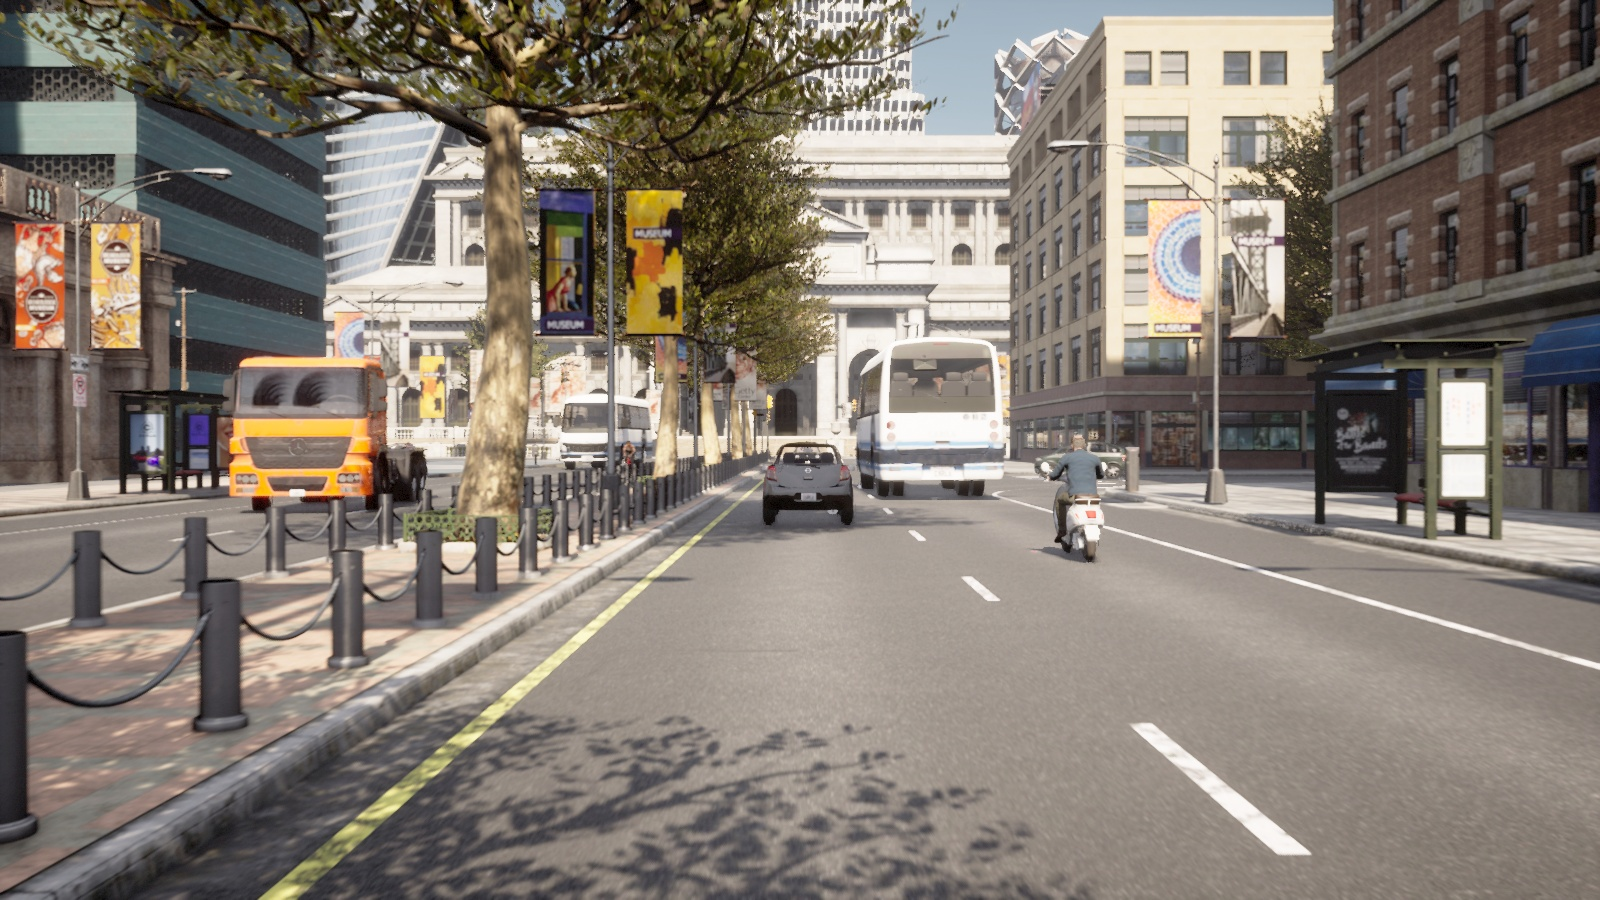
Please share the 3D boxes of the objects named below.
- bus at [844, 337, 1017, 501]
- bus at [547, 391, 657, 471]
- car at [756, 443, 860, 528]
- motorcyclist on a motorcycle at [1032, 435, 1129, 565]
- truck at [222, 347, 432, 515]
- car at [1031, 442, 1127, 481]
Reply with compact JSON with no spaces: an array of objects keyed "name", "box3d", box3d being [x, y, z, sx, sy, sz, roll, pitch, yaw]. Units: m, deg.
[{"name":"bus","box3d":[3.588,-0.840,37.858,3.944,4.253,10.273,0,0,-1]},{"name":"bus","box3d":[-11.170,-1.047,72.322,3.944,4.253,10.273,0,0,5]},{"name":"car","box3d":[0.152,0.624,24.131,1.845,1.501,3.633,0,0,0]},{"name":"motorcyclist on a motorcycle","box3d":[3.608,0.611,16.314,0.866,1.590,1.817,0,0,0]},{"name":"truck","box3d":[-10.909,-0.413,29.907,2.891,3.462,7.936,0,0,-7]},{"name":"car","box3d":[11.262,0.448,50.690,3.705,1.549,1.789,0,1,13]}]
